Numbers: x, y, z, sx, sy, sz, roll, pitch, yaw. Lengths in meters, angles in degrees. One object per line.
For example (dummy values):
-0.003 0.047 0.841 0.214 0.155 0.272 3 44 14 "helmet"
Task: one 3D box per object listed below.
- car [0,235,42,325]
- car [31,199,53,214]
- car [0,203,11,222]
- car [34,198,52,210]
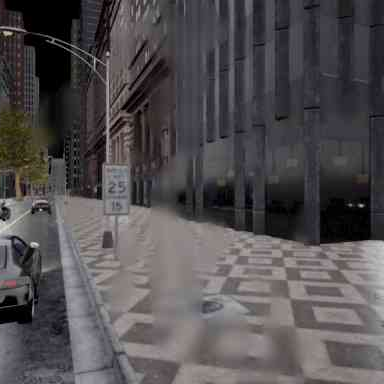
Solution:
-4.169 1.569 6.740 1.994 1.385 4.181 0 0 -23 "car"
-16.084 1.535 35.598 1.837 1.490 4.892 0 0 -22 "car"
-15.629 1.584 26.297 1.994 1.385 4.181 0 0 -23 "car"
-20.123 1.597 45.195 2.033 1.411 5.357 0 0 -22 "car"
